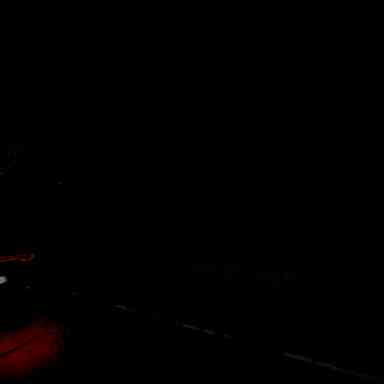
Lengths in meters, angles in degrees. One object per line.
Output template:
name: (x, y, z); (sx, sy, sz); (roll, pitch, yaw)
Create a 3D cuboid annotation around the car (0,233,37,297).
car: (-5.613, 1.519, 7.688); (5.008, 1.535, 1.882); (0, 0, 35)
